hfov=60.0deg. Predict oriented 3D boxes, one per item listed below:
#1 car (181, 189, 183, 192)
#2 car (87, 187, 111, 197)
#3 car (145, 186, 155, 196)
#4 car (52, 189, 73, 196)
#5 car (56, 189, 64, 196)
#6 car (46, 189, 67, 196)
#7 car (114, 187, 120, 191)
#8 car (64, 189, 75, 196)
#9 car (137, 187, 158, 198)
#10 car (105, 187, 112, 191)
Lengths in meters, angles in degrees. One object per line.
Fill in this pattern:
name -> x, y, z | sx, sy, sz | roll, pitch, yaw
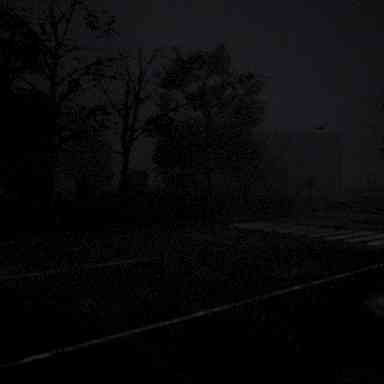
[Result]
car -> -1.303, 0.051, 59.045 | 2.231, 1.521, 4.892 | -1, 2, 16
car -> -20.347, 0.001, 73.278 | 2.435, 2.045, 5.566 | 0, 2, 18
car -> -6.111, -0.115, 62.577 | 2.435, 2.045, 5.566 | -2, 2, 16
car -> -31.986, 0.099, 82.539 | 2.097, 1.535, 5.008 | 0, 3, 19
car -> -29.734, 0.142, 80.497 | 1.946, 1.575, 5.366 | 0, 3, 19
car -> -34.309, 0.064, 84.401 | 2.097, 1.535, 5.008 | -1, 3, 19
car -> -13.255, -0.012, 67.912 | 2.435, 2.045, 5.566 | -2, 2, 17
car -> -27.369, 0.047, 78.790 | 2.185, 1.767, 4.553 | -1, 2, 18
car -> -8.506, 0.055, 64.290 | 2.185, 1.767, 4.553 | -2, 2, 16
car -> -15.614, 0.128, 69.715 | 2.185, 1.767, 4.553 | -1, 2, 17
